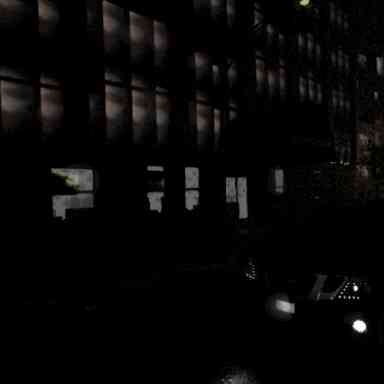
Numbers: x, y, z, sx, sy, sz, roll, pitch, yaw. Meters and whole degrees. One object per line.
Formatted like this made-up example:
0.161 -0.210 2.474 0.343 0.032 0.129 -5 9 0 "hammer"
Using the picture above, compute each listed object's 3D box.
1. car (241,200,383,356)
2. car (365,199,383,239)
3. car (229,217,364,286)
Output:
3.340 1.222 6.502 5.566 2.045 2.150 -1 -1 -42 "car"
11.058 1.253 17.002 5.009 1.841 2.192 -1 -1 -42 "car"
3.327 1.592 10.136 4.313 1.339 1.947 -1 -1 -42 "car"
